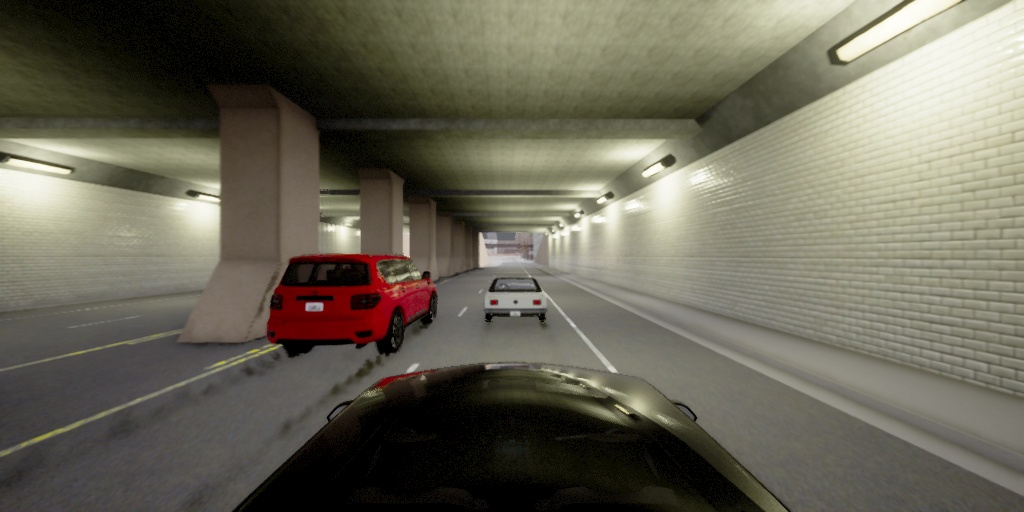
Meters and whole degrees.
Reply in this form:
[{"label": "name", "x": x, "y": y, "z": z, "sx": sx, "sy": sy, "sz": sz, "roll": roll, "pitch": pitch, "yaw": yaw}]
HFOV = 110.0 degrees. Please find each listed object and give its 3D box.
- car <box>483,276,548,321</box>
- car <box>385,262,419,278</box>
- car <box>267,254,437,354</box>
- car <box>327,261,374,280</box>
[{"label": "car", "x": 0.101, "y": 1.344, "z": 12.362, "sx": 1.895, "sy": 1.301, "sz": 4.718, "roll": 0, "pitch": 0, "yaw": 0}, {"label": "car", "x": -10.587, "y": 1.292, "z": 34.815, "sx": 1.994, "sy": 1.385, "sz": 4.181, "roll": 0, "pitch": 0, "yaw": 0}, {"label": "car", "x": -3.400, "y": 0.967, "z": 8.857, "sx": 2.150, "sy": 2.045, "sz": 5.566, "roll": 0, "pitch": 0, "yaw": 0}, {"label": "car", "x": -14.092, "y": 1.208, "z": 31.622, "sx": 1.882, "sy": 1.535, "sz": 5.008, "roll": 0, "pitch": 0, "yaw": 0}]
